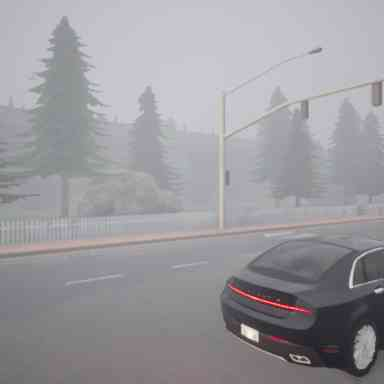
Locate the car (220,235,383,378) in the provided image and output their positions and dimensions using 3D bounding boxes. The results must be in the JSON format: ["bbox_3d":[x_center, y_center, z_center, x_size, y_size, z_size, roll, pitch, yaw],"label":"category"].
[{"bbox_3d":[2.687,1.498,5.560,4.892,1.490,1.837,0,0,-36],"label":"car"}]
